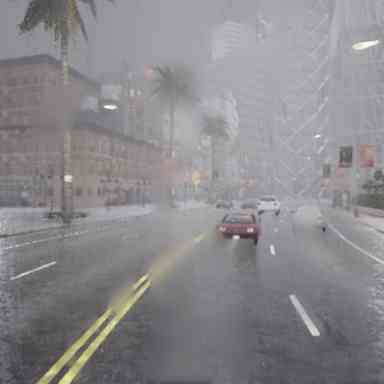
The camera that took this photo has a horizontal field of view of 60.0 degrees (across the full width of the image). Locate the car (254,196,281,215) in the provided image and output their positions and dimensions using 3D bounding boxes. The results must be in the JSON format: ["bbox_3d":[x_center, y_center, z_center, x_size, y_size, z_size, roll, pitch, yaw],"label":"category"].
[{"bbox_3d":[8.623,1.435,37.060,2.150,2.045,5.566,0,0,17],"label":"car"}]

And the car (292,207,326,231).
[{"bbox_3d":[7.531,1.665,21.584,1.812,1.442,4.674,0,0,16],"label":"car"}]

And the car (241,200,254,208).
[{"bbox_3d":[8.419,1.810,48.448,2.033,1.411,5.357,0,0,18],"label":"car"}]

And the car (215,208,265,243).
[{"bbox_3d":[2.465,1.689,16.636,1.895,1.301,4.718,0,0,14],"label":"car"}]

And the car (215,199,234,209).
[{"bbox_3d":[4.900,1.792,48.940,2.033,1.411,5.357,0,0,18],"label":"car"}]
